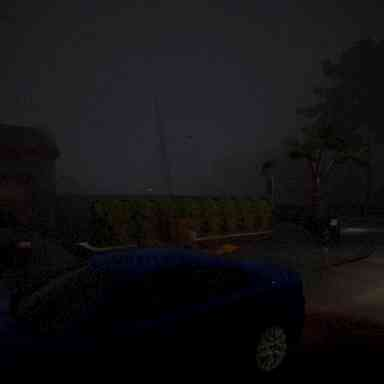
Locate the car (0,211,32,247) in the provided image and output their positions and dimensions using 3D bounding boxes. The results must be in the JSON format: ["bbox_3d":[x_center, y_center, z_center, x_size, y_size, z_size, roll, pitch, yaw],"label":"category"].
[{"bbox_3d":[-6.477,1.356,10.777,2.033,1.415,5.357,0,0,-33],"label":"car"}]

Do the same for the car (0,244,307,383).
[{"bbox_3d":[-0.736,1.477,4.002,5.008,1.535,1.882,0,0,-35],"label":"car"}]

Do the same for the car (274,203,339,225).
[{"bbox_3d":[7.147,1.505,21.762,1.837,1.490,4.892,0,0,-36],"label":"car"}]
